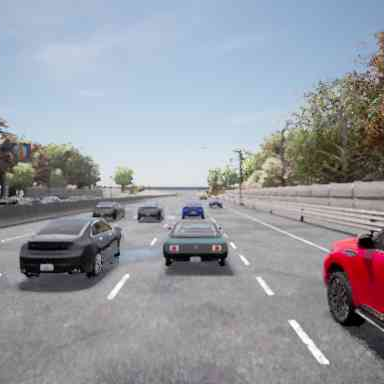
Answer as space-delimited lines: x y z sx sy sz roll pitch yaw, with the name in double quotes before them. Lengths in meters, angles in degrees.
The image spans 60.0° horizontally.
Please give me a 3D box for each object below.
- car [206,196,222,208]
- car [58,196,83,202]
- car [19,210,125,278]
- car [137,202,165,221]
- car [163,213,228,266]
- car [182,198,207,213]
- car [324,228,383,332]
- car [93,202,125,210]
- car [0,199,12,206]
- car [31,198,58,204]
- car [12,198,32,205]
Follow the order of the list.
"car" 3.488 1.666 50.545 1.895 1.301 4.718 0 0 0
"car" -17.580 1.463 49.562 2.097 1.767 4.553 0 0 0
"car" -3.403 1.524 10.219 1.837 1.490 4.892 0 0 0
"car" -3.404 1.550 28.049 2.128 1.511 4.902 0 0 0
"car" 0.100 1.623 11.623 1.895 1.301 4.718 0 0 0
"car" 0.095 1.540 29.686 1.882 1.535 5.008 0 0 0
"car" 3.542 1.159 3.898 2.150 2.045 5.566 0 0 0
"car" -6.906 1.550 28.050 2.128 1.511 4.902 0 0 0
"car" -28.054 1.716 51.517 1.895 1.301 4.718 0 0 1
"car" -21.077 1.657 49.217 2.033 1.411 5.357 0 0 0
"car" -24.574 1.604 50.539 2.128 1.511 4.902 0 0 0
